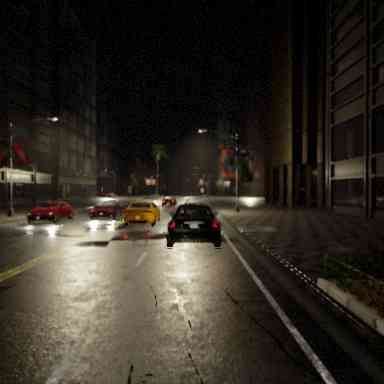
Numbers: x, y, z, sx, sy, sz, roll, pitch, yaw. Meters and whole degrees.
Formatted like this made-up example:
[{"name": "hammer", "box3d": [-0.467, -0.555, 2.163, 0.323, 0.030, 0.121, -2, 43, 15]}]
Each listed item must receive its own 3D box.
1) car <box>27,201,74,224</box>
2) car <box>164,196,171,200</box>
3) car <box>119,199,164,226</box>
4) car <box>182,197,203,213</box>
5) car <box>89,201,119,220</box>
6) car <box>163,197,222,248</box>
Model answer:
[{"name": "car", "box3d": [-9.884, 1.372, 23.657, 1.812, 1.442, 4.674, 0, 0, 0]}, {"name": "car", "box3d": [-3.229, 1.289, 48.189, 1.895, 1.301, 4.718, 0, 0, 0]}, {"name": "car", "box3d": [-3.185, 1.329, 21.986, 1.882, 1.535, 5.008, 0, 0, 0]}, {"name": "car", "box3d": [0.038, 1.317, 34.647, 2.033, 1.411, 5.357, 0, 0, 0]}, {"name": "car", "box3d": [-6.635, 1.391, 26.300, 1.994, 1.385, 4.181, 0, 0, 0]}, {"name": "car", "box3d": [0.072, 1.251, 14.327, 2.097, 1.767, 4.553, 0, 0, 0]}]
